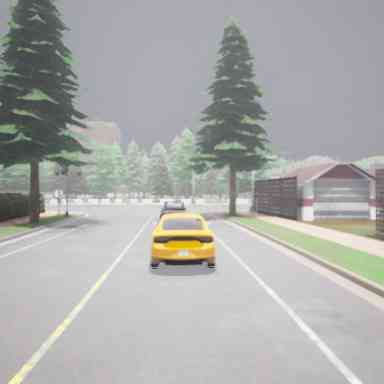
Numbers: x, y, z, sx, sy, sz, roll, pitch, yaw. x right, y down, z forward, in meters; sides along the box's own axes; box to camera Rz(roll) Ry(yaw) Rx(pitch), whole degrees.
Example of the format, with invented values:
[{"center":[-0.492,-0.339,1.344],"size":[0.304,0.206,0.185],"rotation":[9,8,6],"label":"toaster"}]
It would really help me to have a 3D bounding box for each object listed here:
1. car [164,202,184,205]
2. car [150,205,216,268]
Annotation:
[{"center":[-1.300,1.425,23.509],"size":[2.128,1.511,4.902],"rotation":[0,0,-6],"label":"car"},{"center":[-0.342,1.446,11.239],"size":[1.882,1.535,5.008],"rotation":[0,0,-3],"label":"car"}]
